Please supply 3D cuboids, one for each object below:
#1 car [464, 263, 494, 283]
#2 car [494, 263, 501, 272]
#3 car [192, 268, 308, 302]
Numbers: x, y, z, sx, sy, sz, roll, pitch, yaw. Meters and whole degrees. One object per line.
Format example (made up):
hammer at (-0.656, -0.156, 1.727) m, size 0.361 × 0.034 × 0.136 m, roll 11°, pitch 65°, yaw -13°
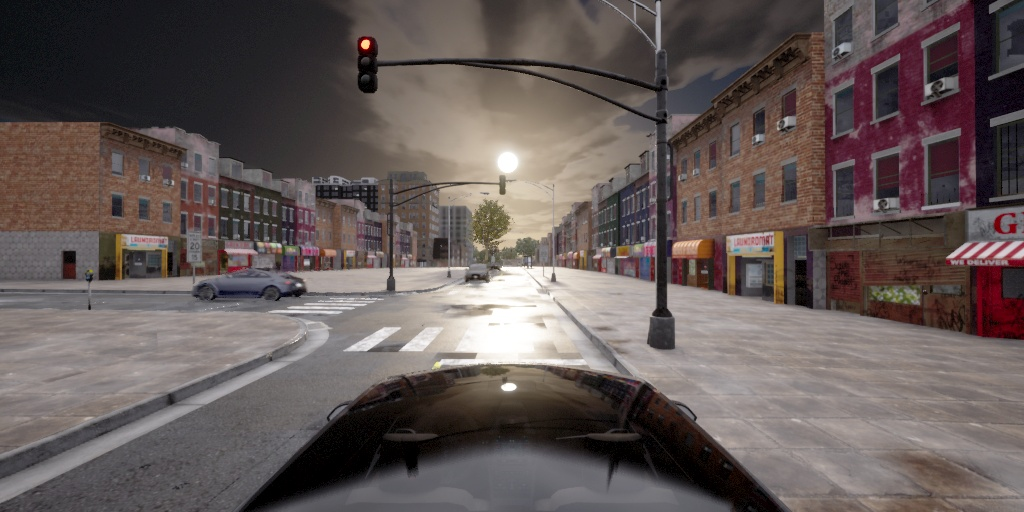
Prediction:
car at (-2.737, 1.357, 29.429) m, size 1.837 × 1.490 × 4.892 m, roll 0°, pitch 0°, yaw 0°
car at (-2.618, 1.615, 52.900) m, size 1.895 × 1.301 × 4.718 m, roll 0°, pitch -1°, yaw 1°
car at (-11.407, 1.232, 15.823) m, size 4.181 × 1.385 × 1.994 m, roll 1°, pitch 0°, yaw -1°
